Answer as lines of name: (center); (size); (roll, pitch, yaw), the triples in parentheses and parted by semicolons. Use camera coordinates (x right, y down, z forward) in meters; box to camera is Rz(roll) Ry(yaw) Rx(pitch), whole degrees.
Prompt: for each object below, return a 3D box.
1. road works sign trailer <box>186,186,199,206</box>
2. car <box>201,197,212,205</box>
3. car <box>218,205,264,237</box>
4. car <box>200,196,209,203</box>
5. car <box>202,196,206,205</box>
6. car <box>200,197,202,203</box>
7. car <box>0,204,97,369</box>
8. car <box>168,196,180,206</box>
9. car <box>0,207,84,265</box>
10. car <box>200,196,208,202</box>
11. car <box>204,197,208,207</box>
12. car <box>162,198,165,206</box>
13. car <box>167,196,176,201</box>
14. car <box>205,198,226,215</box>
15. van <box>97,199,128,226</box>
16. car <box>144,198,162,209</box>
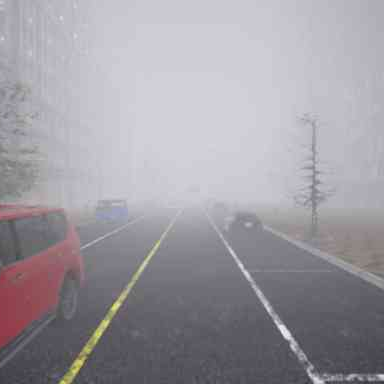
road works sign trailer: (0.088, 0.586, 59.424); (2.380, 3.560, 2.880); (0, 0, 0)
car: (2.763, 1.706, 63.142); (1.947, 1.339, 4.313); (-1, 0, 0)
car: (2.703, 1.610, 18.000); (1.947, 1.339, 4.313); (-1, 0, 0)
car: (2.777, 1.707, 74.427); (1.887, 1.381, 4.507); (-1, 0, 0)
car: (2.739, 1.545, 46.214); (1.967, 1.590, 4.097); (-1, 0, 0)
car: (2.748, 1.683, 51.856); (1.947, 1.339, 4.313); (-1, 0, 0)
car: (-3.097, 1.229, 4.062); (2.150, 2.045, 5.566); (0, 0, 0)
car: (-2.972, 1.670, 56.604); (2.033, 1.411, 5.357); (0, 0, 1)
car: (-5.686, 1.466, 12.378); (1.967, 1.590, 4.097); (-1, 0, 0)
car: (2.785, 1.699, 80.240); (1.752, 1.417, 4.829); (-1, 0, 0)
car: (2.733, 1.675, 40.571); (1.802, 1.307, 4.206); (-1, 0, 0)
car: (-5.626, 1.689, 57.508); (1.947, 1.339, 4.313); (-1, 0, 0)
car: (-5.580, 1.739, 91.356); (2.008, 1.369, 4.403); (-1, 0, 0)
car: (2.726, 1.647, 34.929); (1.947, 1.339, 4.313); (-1, 0, 0)
van: (-5.673, 1.392, 23.661); (1.690, 1.788, 3.998); (-1, 0, 0)
car: (-5.640, 1.681, 46.226); (1.802, 1.307, 4.206); (-1, 0, 0)
